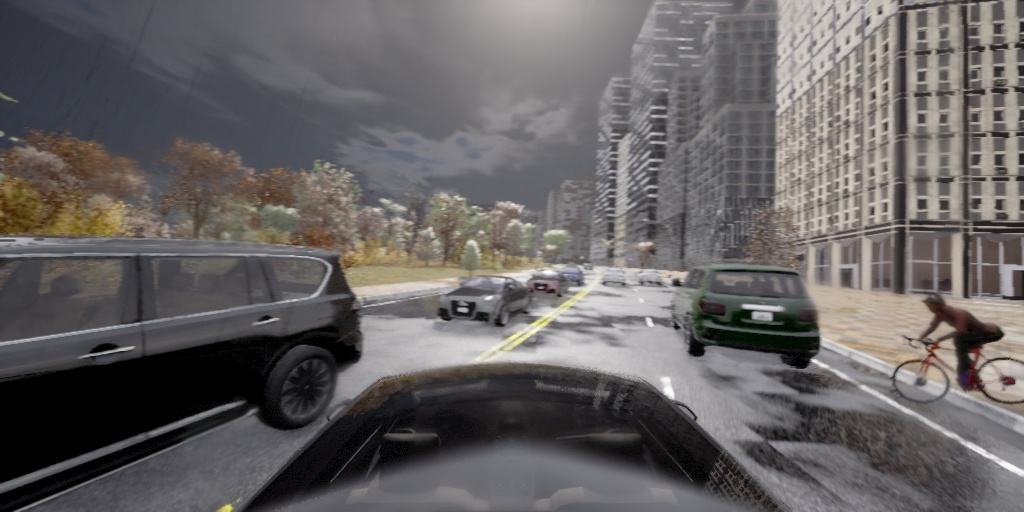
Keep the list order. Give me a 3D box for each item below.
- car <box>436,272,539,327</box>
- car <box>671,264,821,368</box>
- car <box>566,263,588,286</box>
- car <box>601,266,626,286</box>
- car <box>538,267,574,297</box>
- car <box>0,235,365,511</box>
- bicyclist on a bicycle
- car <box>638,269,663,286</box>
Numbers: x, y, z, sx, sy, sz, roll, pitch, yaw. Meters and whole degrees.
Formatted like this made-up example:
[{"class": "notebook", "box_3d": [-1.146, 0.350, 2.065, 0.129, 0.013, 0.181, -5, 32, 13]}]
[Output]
[{"class": "car", "box_3d": [-0.717, 1.337, 11.819, 1.994, 1.385, 4.181, 2, 0, 19]}, {"class": "car", "box_3d": [5.425, 1.234, 9.071, 2.150, 2.045, 5.566, 2, 0, 19]}, {"class": "car", "box_3d": [4.950, 1.610, 29.834, 1.812, 1.442, 4.674, 2, 0, 17]}, {"class": "car", "box_3d": [8.845, 1.783, 31.221, 1.812, 1.442, 4.674, 2, 0, 16]}, {"class": "car", "box_3d": [2.076, 1.487, 20.483, 1.994, 1.385, 4.181, 2, 0, 17]}, {"class": "car", "box_3d": [-3.740, 0.834, 2.908, 2.150, 2.045, 5.566, 2, 0, 19]}, {"class": "bicyclist on a bicycle", "box_3d": [6.620, 1.403, 5.336, 1.656, 1.620, 0.582, -8, -3, 18]}, {"class": "car", "box_3d": [12.970, 1.974, 33.734, 1.812, 1.442, 4.674, 2, 0, 16]}]
